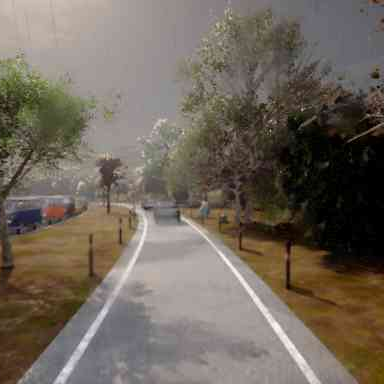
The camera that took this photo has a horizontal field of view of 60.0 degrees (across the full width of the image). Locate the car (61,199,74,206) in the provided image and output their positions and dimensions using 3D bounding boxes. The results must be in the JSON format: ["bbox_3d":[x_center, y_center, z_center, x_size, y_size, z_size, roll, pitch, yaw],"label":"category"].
[{"bbox_3d":[-28.694,2.332,76.616,2.231,1.521,4.892,-1,-1,-29],"label":"car"}]

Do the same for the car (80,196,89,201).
[{"bbox_3d":[-15.449,1.503,45.825,2.435,2.045,5.566,2,-2,-17],"label":"car"}]

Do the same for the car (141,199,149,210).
[{"bbox_3d":[-5.230,1.529,41.374,1.994,1.385,4.181,-1,0,-14],"label":"car"}]

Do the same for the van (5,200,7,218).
[{"bbox_3d":[-9.269,1.226,12.839,1.878,1.987,4.442,1,-1,-6],"label":"van"}]

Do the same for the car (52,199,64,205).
[{"bbox_3d":[-34.967,2.621,86.774,2.002,1.452,4.674,-1,-1,-33],"label":"car"}]

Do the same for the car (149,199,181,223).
[{"bbox_3d":[-1.956,1.423,25.029,2.128,1.511,4.902,0,0,-8],"label":"car"}]

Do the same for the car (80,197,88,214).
[{"bbox_3d":[-12.569,1.603,34.856,1.946,1.575,5.366,2,-2,-11],"label":"car"}]

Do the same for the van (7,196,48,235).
[{"bbox_3d":[-9.809,1.250,18.392,1.878,1.987,4.442,1,-1,-7],"label":"van"}]

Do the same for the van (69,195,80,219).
[{"bbox_3d":[-11.446,1.327,29.456,1.878,1.987,4.442,2,-2,-13],"label":"van"}]

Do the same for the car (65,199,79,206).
[{"bbox_3d":[-25.709,2.207,71.039,2.097,1.535,5.008,-1,-1,-27],"label":"car"}]

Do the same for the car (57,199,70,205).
[{"bbox_3d":[-31.611,2.460,81.523,2.097,1.535,5.008,-1,-1,-31],"label":"car"}]

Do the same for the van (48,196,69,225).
[{"bbox_3d":[-10.532,1.283,23.937,1.878,1.987,4.442,1,-1,-8],"label":"van"}]
